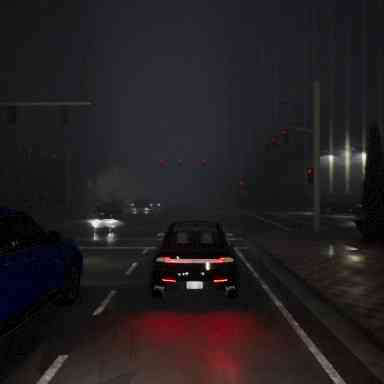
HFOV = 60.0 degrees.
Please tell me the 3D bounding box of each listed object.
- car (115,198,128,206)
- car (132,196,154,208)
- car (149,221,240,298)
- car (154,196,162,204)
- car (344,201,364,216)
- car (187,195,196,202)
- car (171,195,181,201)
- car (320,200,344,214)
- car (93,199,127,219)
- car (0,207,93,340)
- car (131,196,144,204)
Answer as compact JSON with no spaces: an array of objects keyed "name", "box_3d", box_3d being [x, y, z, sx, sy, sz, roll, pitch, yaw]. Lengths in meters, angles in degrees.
[{"name":"car","box_3d":[-10.682,1.564,48.748,1.994,1.385,4.181,0,0,0]},{"name":"car","box_3d":[-7.178,1.478,48.347,1.882,1.535,5.008,0,0,0]},{"name":"car","box_3d":[0.078,1.492,8.518,2.128,1.511,4.902,0,0,1]},{"name":"car","box_3d":[-7.140,1.506,66.312,1.837,1.490,4.892,0,0,0]},{"name":"car","box_3d":[17.479,1.505,31.472,4.892,1.490,1.837,0,0,-1]},{"name":"car","box_3d":[-0.134,1.429,75.564,1.837,1.490,4.892,0,0,0]},{"name":"car","box_3d":[-3.635,1.339,76.097,1.812,1.442,4.674,0,0,0]},{"name":"car","box_3d":[15.231,1.564,34.946,4.181,1.385,1.994,0,0,-1]},{"name":"car","box_3d":[-7.151,1.564,28.448,1.994,1.385,4.181,0,0,0]},{"name":"car","box_3d":[-3.451,1.221,4.886,2.150,2.045,5.566,0,0,1]},{"name":"car","box_3d":[-10.648,1.525,65.453,1.812,1.442,4.674,0,0,1]}]
